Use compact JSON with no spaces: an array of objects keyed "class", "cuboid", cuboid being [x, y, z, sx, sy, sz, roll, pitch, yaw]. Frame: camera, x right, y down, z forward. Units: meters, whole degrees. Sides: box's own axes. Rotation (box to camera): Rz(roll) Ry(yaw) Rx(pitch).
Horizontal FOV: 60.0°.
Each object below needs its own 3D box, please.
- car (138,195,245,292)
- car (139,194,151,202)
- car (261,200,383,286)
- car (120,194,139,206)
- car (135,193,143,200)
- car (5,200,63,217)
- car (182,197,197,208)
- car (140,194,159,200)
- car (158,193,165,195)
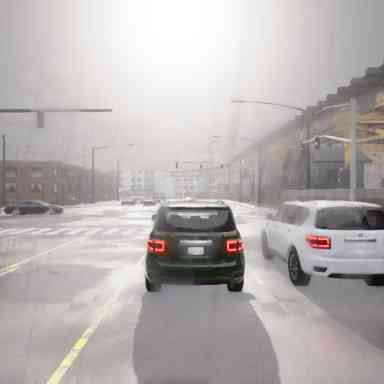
[{"class":"car","cuboid":[0.030,1.236,9.116,2.150,2.045,5.566,0,0,-1]},{"class":"car","cuboid":[-10.815,1.429,76.621,2.097,1.767,4.553,0,0,0]},{"class":"car","cuboid":[3.526,1.246,9.614,2.150,2.045,5.566,0,0,0]},{"class":"car","cuboid":[-10.809,1.573,56.869,1.812,1.442,4.674,0,0,0]},{"class":"car","cuboid":[-10.792,1.281,66.535,2.150,2.045,5.566,0,0,0]},{"class":"car","cuboid":[-14.639,1.509,31.035,4.892,1.490,1.837,0,1,-12]},{"class":"car","cuboid":[-0.300,1.561,51.438,2.128,1.511,4.902,0,0,3]},{"class":"car","cuboid":[-7.317,1.606,58.103,2.033,1.411,5.357,0,0,0]},{"class":"car","cuboid":[-7.320,1.310,77.997,2.150,2.045,5.566,0,0,0]}]
